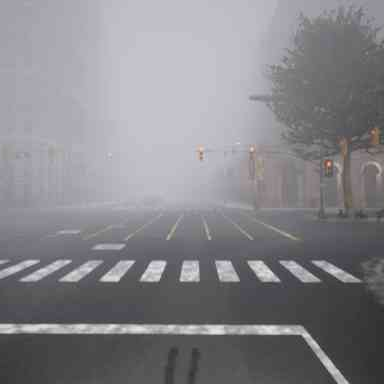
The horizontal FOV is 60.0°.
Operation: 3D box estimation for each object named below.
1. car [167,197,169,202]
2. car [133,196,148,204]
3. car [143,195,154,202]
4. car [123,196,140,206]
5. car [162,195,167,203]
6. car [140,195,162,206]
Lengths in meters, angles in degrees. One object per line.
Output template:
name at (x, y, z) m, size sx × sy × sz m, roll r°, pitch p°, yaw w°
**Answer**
car at (-6.267, 1.495, 73.751) m, size 1.812 × 1.442 × 4.674 m, roll 0°, pitch 0°, yaw 1°
car at (-9.958, 1.521, 64.782) m, size 2.033 × 1.411 × 5.357 m, roll 0°, pitch 0°, yaw 2°
car at (-9.749, 1.495, 74.740) m, size 1.812 × 1.442 × 4.674 m, roll 0°, pitch 0°, yaw 1°
car at (-10.079, 1.579, 55.031) m, size 1.895 × 1.301 × 4.718 m, roll 0°, pitch 0°, yaw 1°
car at (-6.490, 1.466, 63.477) m, size 2.128 × 1.511 × 4.902 m, roll 0°, pitch 0°, yaw 2°
car at (-6.596, 1.331, 54.337) m, size 2.097 × 1.767 × 4.553 m, roll 0°, pitch 0°, yaw 1°
